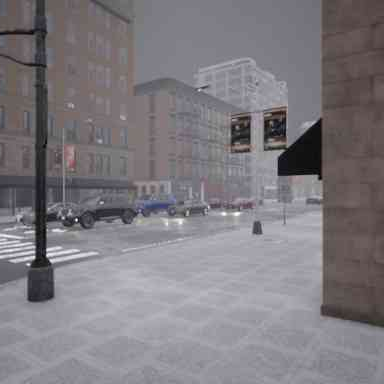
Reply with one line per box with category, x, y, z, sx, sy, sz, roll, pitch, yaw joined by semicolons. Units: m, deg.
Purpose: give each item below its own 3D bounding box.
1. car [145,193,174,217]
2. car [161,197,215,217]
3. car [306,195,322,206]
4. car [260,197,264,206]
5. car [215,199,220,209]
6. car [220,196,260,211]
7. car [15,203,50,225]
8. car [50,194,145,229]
car;-3.688;1.143;30.727;2.150;2.045;5.566;0;0;35
car;-0.265;1.413;29.940;1.837;1.490;4.892;0;0;35
car;19.150;1.254;51.396;1.882;1.535;5.008;0;0;35
car;8.817;1.307;48.295;1.882;1.535;5.008;0;0;36
car;2.085;1.480;38.874;1.895;1.301;4.718;0;0;35
car;5.575;1.342;38.172;1.882;1.535;5.008;0;0;35
car;-9.380;1.454;22.687;2.128;1.511;4.902;0;0;35
car;-5.995;1.171;21.843;2.150;2.045;5.566;0;0;35
